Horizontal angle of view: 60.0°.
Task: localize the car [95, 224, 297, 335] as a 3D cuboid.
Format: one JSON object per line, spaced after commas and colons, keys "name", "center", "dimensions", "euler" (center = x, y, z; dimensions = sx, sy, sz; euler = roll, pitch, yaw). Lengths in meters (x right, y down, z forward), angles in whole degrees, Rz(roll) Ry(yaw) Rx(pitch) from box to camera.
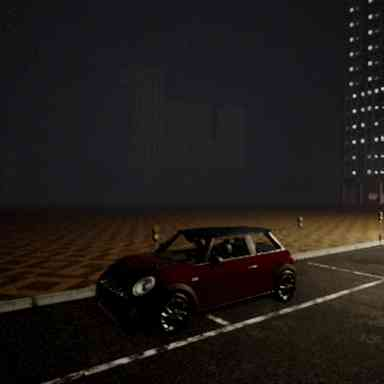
{"name": "car", "center": [0.198, 1.460, 6.682], "dimensions": [4.097, 1.590, 1.967], "euler": [0, 0, -35]}
